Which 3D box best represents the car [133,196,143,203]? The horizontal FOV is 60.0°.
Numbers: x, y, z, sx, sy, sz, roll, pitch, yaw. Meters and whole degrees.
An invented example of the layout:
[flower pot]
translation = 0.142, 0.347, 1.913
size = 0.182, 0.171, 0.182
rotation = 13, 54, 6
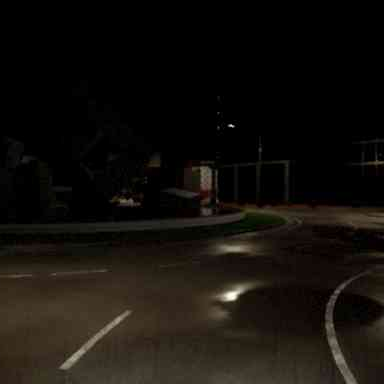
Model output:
[car]
translation = -10.834, 1.568, 68.422
size = 2.128, 1.511, 4.902
rotation = 0, 0, 3
